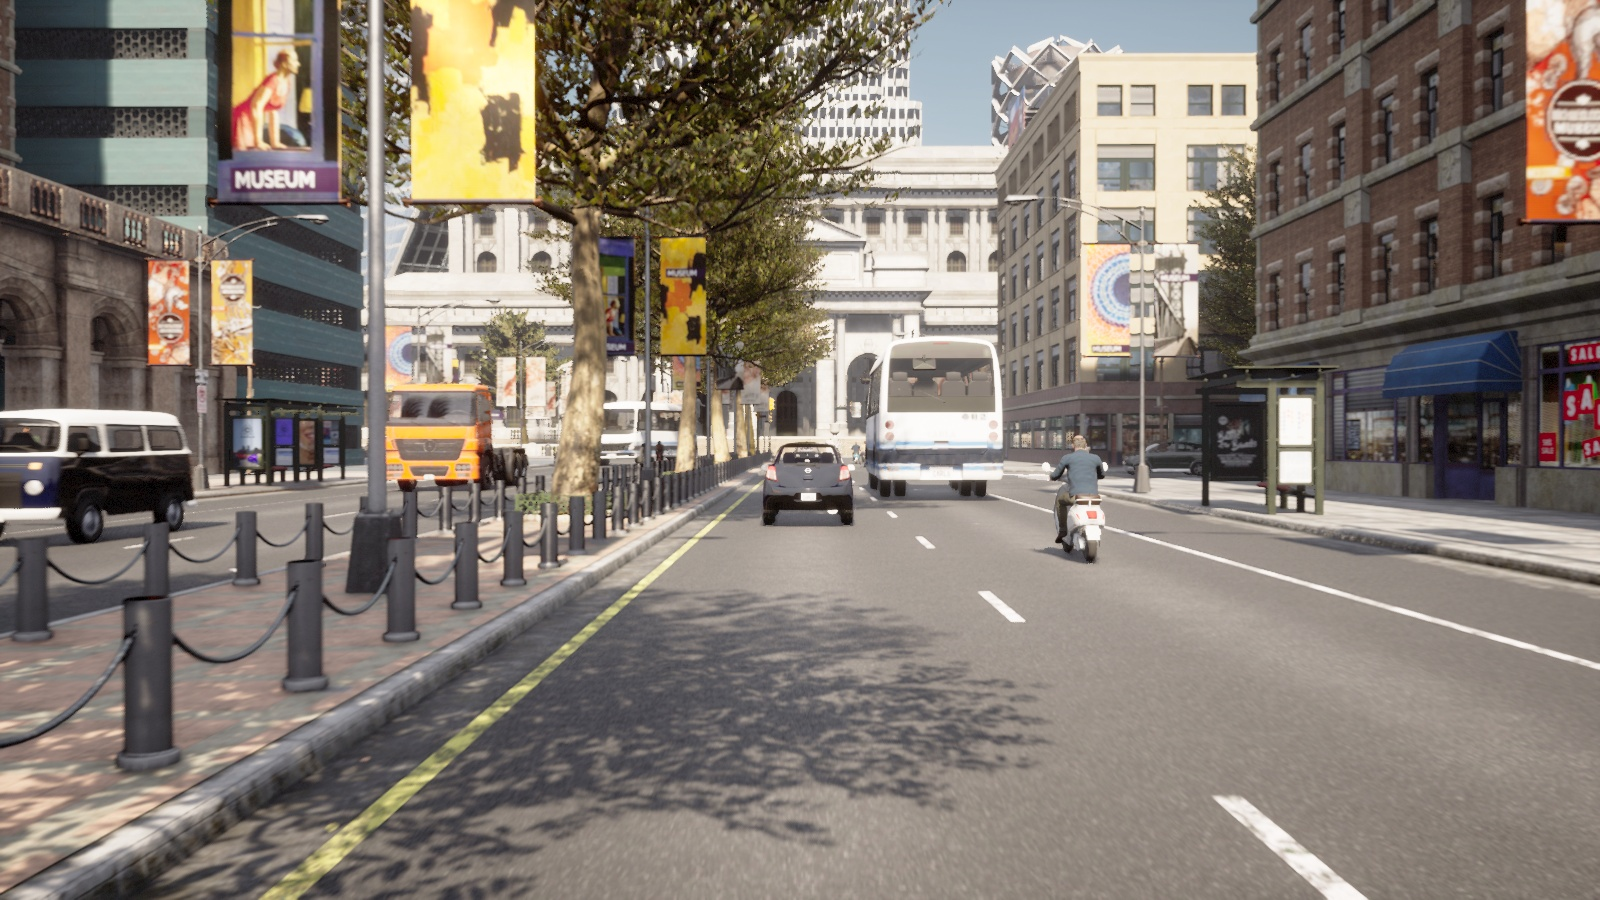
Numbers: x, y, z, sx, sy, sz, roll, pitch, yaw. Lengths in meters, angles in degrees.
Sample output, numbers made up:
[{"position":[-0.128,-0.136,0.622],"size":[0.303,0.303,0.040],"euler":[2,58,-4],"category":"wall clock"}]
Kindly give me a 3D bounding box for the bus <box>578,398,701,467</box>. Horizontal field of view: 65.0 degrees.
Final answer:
[{"position":[-10.573,-1.113,84.296],"size":[3.944,4.253,10.273],"euler":[-1,0,20],"category":"bus"}]

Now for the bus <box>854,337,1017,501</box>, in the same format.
[{"position":[3.727,-0.839,37.715],"size":[3.944,4.253,10.273],"euler":[0,0,1],"category":"bus"}]

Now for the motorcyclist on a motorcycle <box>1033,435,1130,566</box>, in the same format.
[{"position":[3.603,0.611,16.235],"size":[0.866,1.590,1.817],"euler":[0,0,0],"category":"motorcyclist on a motorcycle"}]

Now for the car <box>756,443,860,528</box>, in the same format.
[{"position":[0.152,0.625,24.131],"size":[1.845,1.501,3.633],"euler":[0,0,0],"category":"car"}]

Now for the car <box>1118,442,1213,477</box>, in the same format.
[{"position":[16.257,0.423,55.976],"size":[3.705,1.549,1.789],"euler":[0,0,0],"category":"car"}]

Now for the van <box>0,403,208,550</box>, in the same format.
[{"position":[-11.373,0.350,19.681],"size":[2.069,2.038,4.480],"euler":[0,0,0],"category":"van"}]

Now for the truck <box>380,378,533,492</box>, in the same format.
[{"position":[-11.247,-0.481,41.980],"size":[2.891,3.462,7.936],"euler":[0,0,0],"category":"truck"}]
